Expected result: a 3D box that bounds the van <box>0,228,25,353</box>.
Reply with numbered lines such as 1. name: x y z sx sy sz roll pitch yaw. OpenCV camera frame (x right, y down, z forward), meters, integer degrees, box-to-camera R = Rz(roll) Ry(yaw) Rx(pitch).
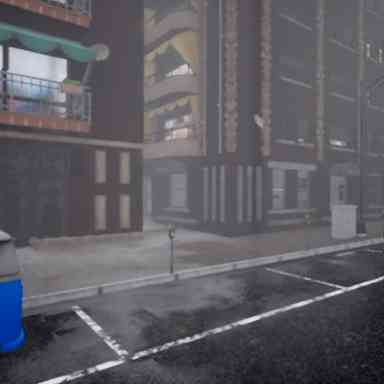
1. van: -4.031 1.342 3.678 3.998 1.788 1.690 0 0 -35
